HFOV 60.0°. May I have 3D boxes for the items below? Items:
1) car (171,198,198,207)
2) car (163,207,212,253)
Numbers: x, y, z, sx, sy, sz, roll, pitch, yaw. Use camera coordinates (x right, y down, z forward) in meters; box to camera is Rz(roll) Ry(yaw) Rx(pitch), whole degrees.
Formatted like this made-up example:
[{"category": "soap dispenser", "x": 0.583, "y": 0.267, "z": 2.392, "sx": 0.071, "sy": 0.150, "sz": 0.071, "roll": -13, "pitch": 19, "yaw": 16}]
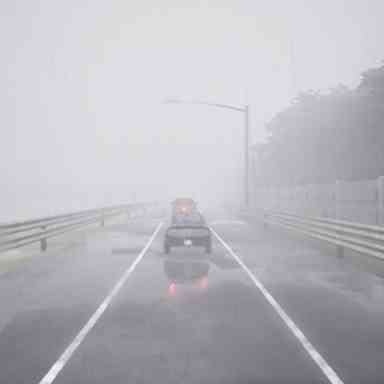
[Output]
[{"category": "car", "x": -0.669, "y": 1.500, "z": 29.123, "sx": 2.150, "sy": 2.045, "sz": 5.566, "roll": 0, "pitch": 0, "yaw": -1}, {"category": "car", "x": -0.210, "y": 1.636, "z": 14.408, "sx": 2.128, "sy": 1.511, "sz": 4.902, "roll": 0, "pitch": 0, "yaw": -2}]
